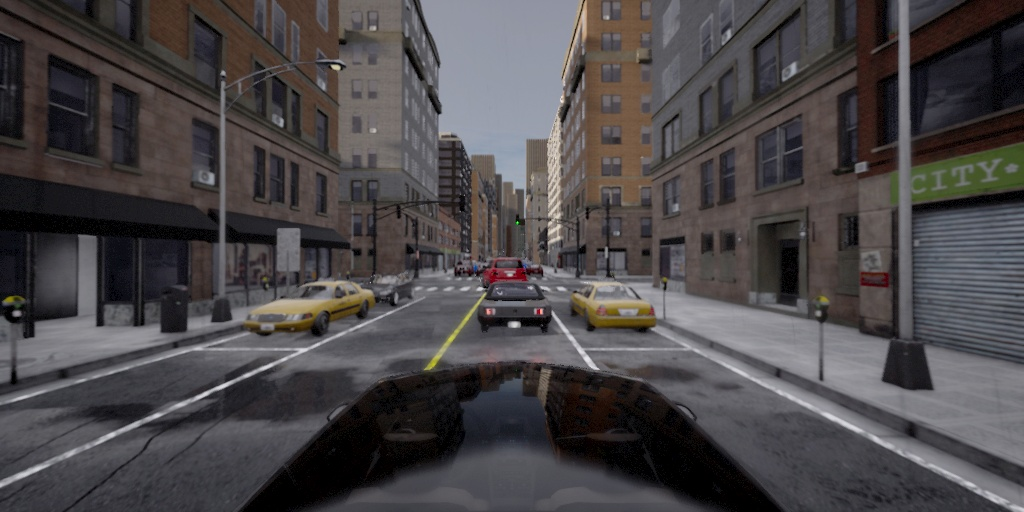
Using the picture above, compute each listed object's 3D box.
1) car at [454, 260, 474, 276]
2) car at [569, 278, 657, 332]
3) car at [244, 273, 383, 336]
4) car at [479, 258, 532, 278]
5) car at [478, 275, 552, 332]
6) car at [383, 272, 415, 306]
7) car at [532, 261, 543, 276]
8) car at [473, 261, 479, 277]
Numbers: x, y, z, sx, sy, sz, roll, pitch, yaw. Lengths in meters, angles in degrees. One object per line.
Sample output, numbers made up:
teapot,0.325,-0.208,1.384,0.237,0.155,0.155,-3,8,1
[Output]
car,-5.718,1.451,43.203,2.192,1.841,5.009,0,0,0
car,2.846,1.359,11.085,1.751,1.417,4.829,0,0,0
car,-5.679,1.359,10.736,1.751,1.417,4.829,0,0,0
car,-0.569,1.158,22.223,2.150,2.045,5.566,0,-1,-10
car,0.076,1.436,11.157,1.895,1.301,4.718,0,-1,0
car,-5.686,1.435,16.431,2.007,1.370,4.403,0,0,0
car,2.808,1.682,43.213,1.888,1.381,4.507,0,0,0
car,-3.148,1.610,42.788,1.882,1.535,5.008,0,-1,0
